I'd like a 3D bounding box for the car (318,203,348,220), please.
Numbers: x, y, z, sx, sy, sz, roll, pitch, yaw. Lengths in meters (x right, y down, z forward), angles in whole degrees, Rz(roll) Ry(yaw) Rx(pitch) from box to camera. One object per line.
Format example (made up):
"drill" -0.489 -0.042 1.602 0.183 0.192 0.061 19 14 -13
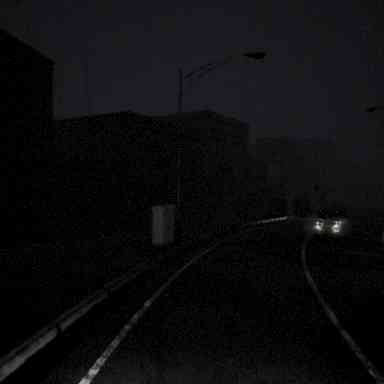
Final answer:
"car" 13.970 1.829 32.849 1.882 1.535 5.008 2 0 36
